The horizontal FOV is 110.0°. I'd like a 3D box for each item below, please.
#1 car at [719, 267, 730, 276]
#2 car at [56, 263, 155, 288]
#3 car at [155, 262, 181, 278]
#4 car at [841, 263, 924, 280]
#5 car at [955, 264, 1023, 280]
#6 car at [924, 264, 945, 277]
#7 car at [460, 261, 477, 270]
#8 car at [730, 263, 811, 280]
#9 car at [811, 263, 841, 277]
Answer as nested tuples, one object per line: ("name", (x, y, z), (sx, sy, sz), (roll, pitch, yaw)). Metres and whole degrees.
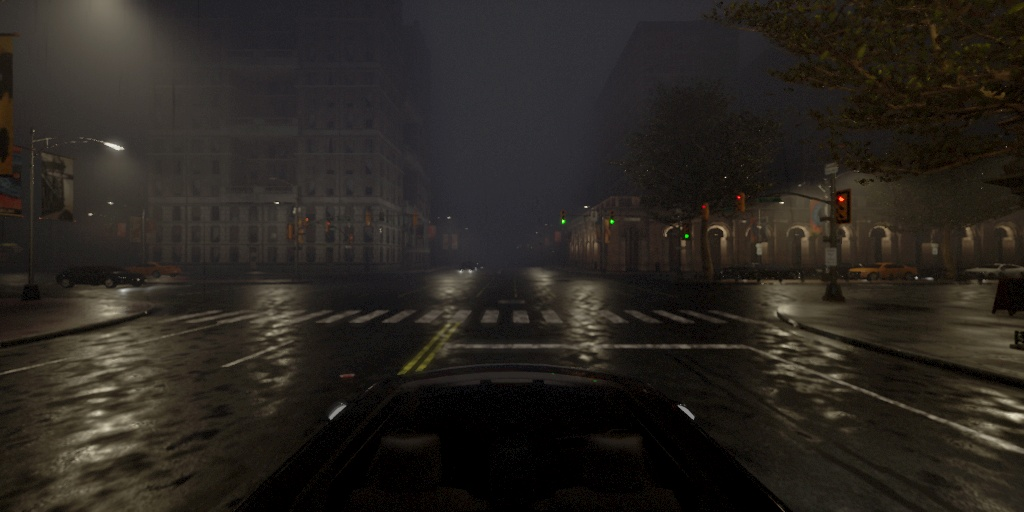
("car", (23.306, 1.411, 35.665), (4.902, 1.511, 2.128), (0, 0, 0))
("car", (-27.635, 1.368, 24.210), (4.892, 1.490, 1.837), (0, 0, 0))
("car", (-36.190, 1.400, 35.933), (5.008, 1.535, 1.882), (0, 0, 0))
("car", (33.070, 1.379, 32.117), (5.008, 1.535, 1.882), (0, 0, 0))
("car", (43.295, 1.427, 32.059), (4.674, 1.442, 1.812), (0, 0, 1))
("car", (42.953, 1.482, 35.560), (4.181, 1.385, 1.994), (0, 0, 0))
("car", (-7.143, 1.536, 57.774), (1.837, 1.490, 4.892), (0, 0, 0))
("car", (23.105, 1.449, 32.165), (5.357, 1.411, 2.033), (0, 0, 0))
("car", (32.904, 1.410, 35.621), (4.902, 1.511, 2.128), (0, 0, 0))
